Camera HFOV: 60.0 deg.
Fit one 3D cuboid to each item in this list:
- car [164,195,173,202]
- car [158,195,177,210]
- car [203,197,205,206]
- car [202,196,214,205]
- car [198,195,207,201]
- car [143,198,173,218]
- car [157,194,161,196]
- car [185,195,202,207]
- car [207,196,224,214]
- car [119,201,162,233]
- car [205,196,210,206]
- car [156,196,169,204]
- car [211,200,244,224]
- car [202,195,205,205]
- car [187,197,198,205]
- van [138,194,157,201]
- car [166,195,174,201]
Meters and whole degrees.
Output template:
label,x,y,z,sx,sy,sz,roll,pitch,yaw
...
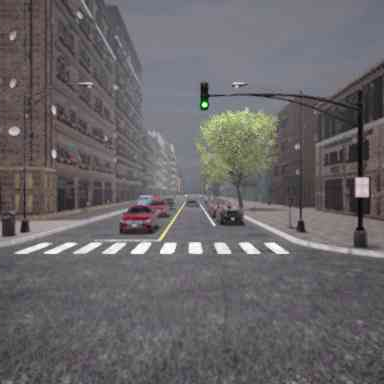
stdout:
label,x,y,z,sx,sy,sz,roll,pitch,yaw
car,-5.660,1.546,80.973,1.752,1.417,4.829,0,0,0
car,-3.069,1.489,43.492,1.837,1.490,4.892,0,0,-2
car,2.706,1.567,41.261,1.802,1.307,4.206,0,0,0
car,2.713,1.434,58.351,1.967,1.590,4.097,0,0,0
car,2.724,1.579,86.835,2.008,1.369,4.403,0,0,0
car,-3.061,1.511,30.393,1.812,1.442,4.674,0,0,0
car,-5.671,1.305,52.659,2.192,1.841,5.009,0,0,0
car,0.022,1.480,50.936,2.128,1.511,4.902,0,0,0
car,2.702,1.425,29.867,1.967,1.590,4.097,0,0,0
car,-3.062,1.512,19.868,1.812,1.442,4.674,0,0,0
car,2.704,1.425,35.563,1.967,1.590,4.097,0,0,0
car,-5.666,1.551,64.052,2.008,1.369,4.403,0,0,0
car,2.700,1.537,24.170,2.008,1.369,4.403,0,0,0
car,2.711,1.541,52.654,2.008,1.369,4.403,0,0,0
car,0.025,1.561,61.360,1.994,1.385,4.181,0,0,0
van,-5.675,1.327,41.265,1.690,1.788,3.998,0,0,0
car,-5.657,1.573,86.840,1.887,1.381,4.507,0,0,0
